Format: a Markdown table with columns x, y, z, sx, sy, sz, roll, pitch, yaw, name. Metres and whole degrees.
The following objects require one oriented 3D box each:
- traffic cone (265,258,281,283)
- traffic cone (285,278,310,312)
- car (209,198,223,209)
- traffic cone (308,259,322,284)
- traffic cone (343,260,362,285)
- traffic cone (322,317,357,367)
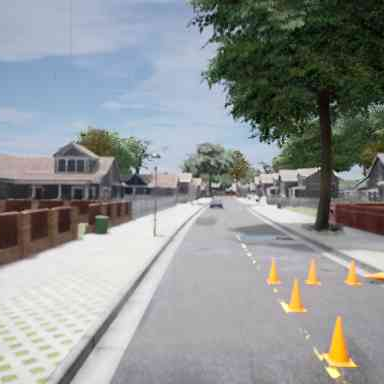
| x | y | z | sx | sy | sz | roll | pitch | yaw | name |
| --- | --- | --- | --- | --- | --- | --- | --- | --- | --- |
| 2.085 | 1.999 | 8.509 | 0.340 | 0.580 | 0.340 | 1 | 0 | 1 | traffic cone |
| 2.037 | 1.995 | 6.509 | 0.340 | 0.580 | 0.340 | 1 | 0 | 1 | traffic cone |
| 3.487 | 1.572 | 47.373 | 2.033 | 1.411 | 5.357 | 1 | 0 | 5 | car |
| 3.084 | 2.012 | 8.485 | 0.340 | 0.580 | 0.340 | 1 | 0 | 1 | traffic cone |
| 4.084 | 2.025 | 8.461 | 0.340 | 0.580 | 0.340 | 1 | 0 | 1 | traffic cone |
| 1.990 | 1.991 | 4.509 | 0.340 | 0.580 | 0.340 | 1 | 0 | 1 | traffic cone |
